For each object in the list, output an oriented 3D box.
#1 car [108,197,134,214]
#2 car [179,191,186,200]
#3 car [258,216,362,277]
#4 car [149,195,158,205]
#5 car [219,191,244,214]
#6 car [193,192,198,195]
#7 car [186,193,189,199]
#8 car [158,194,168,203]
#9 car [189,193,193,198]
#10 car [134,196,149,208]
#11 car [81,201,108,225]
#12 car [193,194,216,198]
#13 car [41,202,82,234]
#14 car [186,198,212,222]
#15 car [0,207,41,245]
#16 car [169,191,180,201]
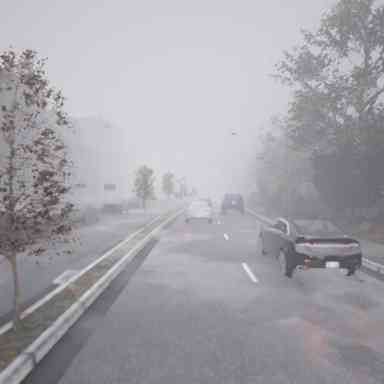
[{"bbox_3d":[-7.782,1.365,34.493,2.097,1.535,5.008,0,0,1],"label":"car"},{"bbox_3d":[-3.836,0.837,78.802,2.435,2.045,5.566,0,1,10],"label":"car"},{"bbox_3d":[3.295,1.473,10.156,2.128,1.511,4.902,0,0,1],"label":"car"},{"bbox_3d":[-7.117,1.268,51.117,1.946,1.575,5.366,0,0,5],"label":"car"},{"bbox_3d":[4.211,1.128,34.812,2.150,2.045,5.566,0,0,4],"label":"car"},{"bbox_3d":[-0.636,0.935,95.221,2.097,1.535,5.008,0,1,13],"label":"car"},{"bbox_3d":[-2.904,1.040,84.133,1.946,1.575,5.366,0,1,11],"label":"car"},{"bbox_3d":[-6.146,1.200,62.092,1.946,1.575,5.366,0,0,7],"label":"car"},{"bbox_3d":[-1.839,0.989,89.595,1.946,1.575,5.366,0,1,12],"label":"car"},{"bbox_3d":[-7.532,1.344,44.088,2.163,1.488,4.792,0,0,3],"label":"car"},{"bbox_3d":[-7.853,1.414,23.501,2.231,1.521,4.892,0,0,0],"label":"car"},{"bbox_3d":[1.647,1.355,42.662,2.128,1.511,4.902,0,0,5],"label":"car"},{"bbox_3d":[-7.888,1.474,17.950,2.002,1.452,4.674,0,0,0],"label":"car"},{"bbox_3d":[0.561,1.462,25.500,1.812,1.442,4.674,0,0,2],"label":"car"},{"bbox_3d":[-7.923,1.481,12.373,2.163,1.488,4.792,0,0,0],"label":"car"},{"bbox_3d":[-4.720,1.131,73.327,2.231,1.521,4.892,0,0,9],"label":"car"}]
